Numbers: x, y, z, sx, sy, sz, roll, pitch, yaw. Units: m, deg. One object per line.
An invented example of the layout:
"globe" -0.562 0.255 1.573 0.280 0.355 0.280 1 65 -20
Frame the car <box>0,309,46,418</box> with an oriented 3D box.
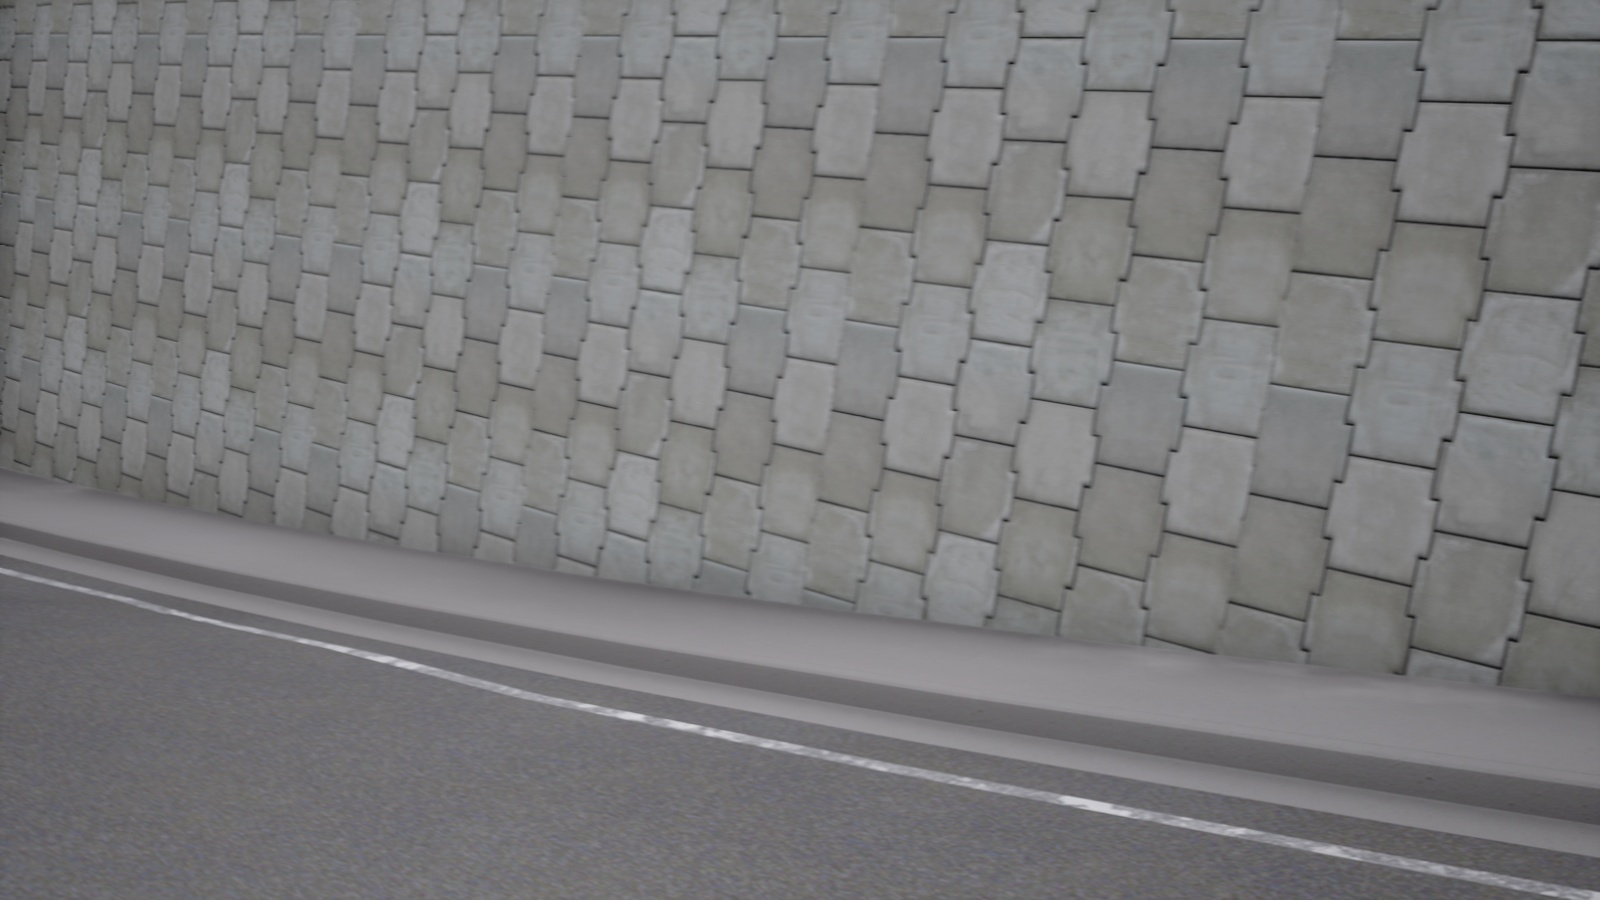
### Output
"car" -17.615 -1.749 23.514 2.150 2.045 5.566 11 7 29
